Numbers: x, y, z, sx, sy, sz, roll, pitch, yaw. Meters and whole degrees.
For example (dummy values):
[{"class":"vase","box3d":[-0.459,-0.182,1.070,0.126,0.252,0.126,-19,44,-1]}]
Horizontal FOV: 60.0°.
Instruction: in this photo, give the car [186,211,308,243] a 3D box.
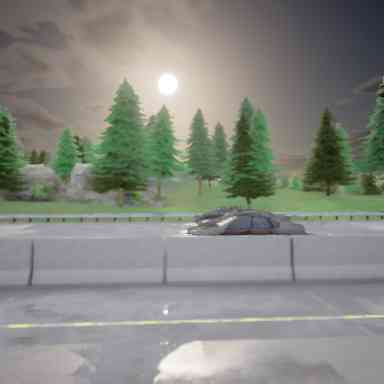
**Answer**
[{"class":"car","box3d":[2.410,1.747,15.022,5.357,1.411,2.033,0,-1,-3]}]

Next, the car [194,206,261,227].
[{"class":"car","box3d":[2.660,1.848,25.553,4.892,1.490,1.837,0,-1,-3]}]

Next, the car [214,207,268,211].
[{"class":"car","box3d":[2.724,1.751,18.546,4.892,1.490,1.837,0,-1,-3]}]
